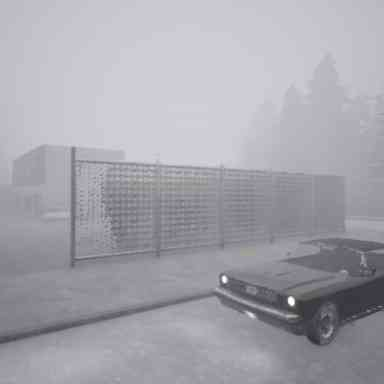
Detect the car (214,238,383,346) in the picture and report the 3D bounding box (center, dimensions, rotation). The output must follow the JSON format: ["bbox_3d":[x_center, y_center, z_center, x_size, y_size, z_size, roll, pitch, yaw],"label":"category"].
[{"bbox_3d":[2.738,1.640,6.518,4.718,1.301,1.895,0,0,-35],"label":"car"}]
